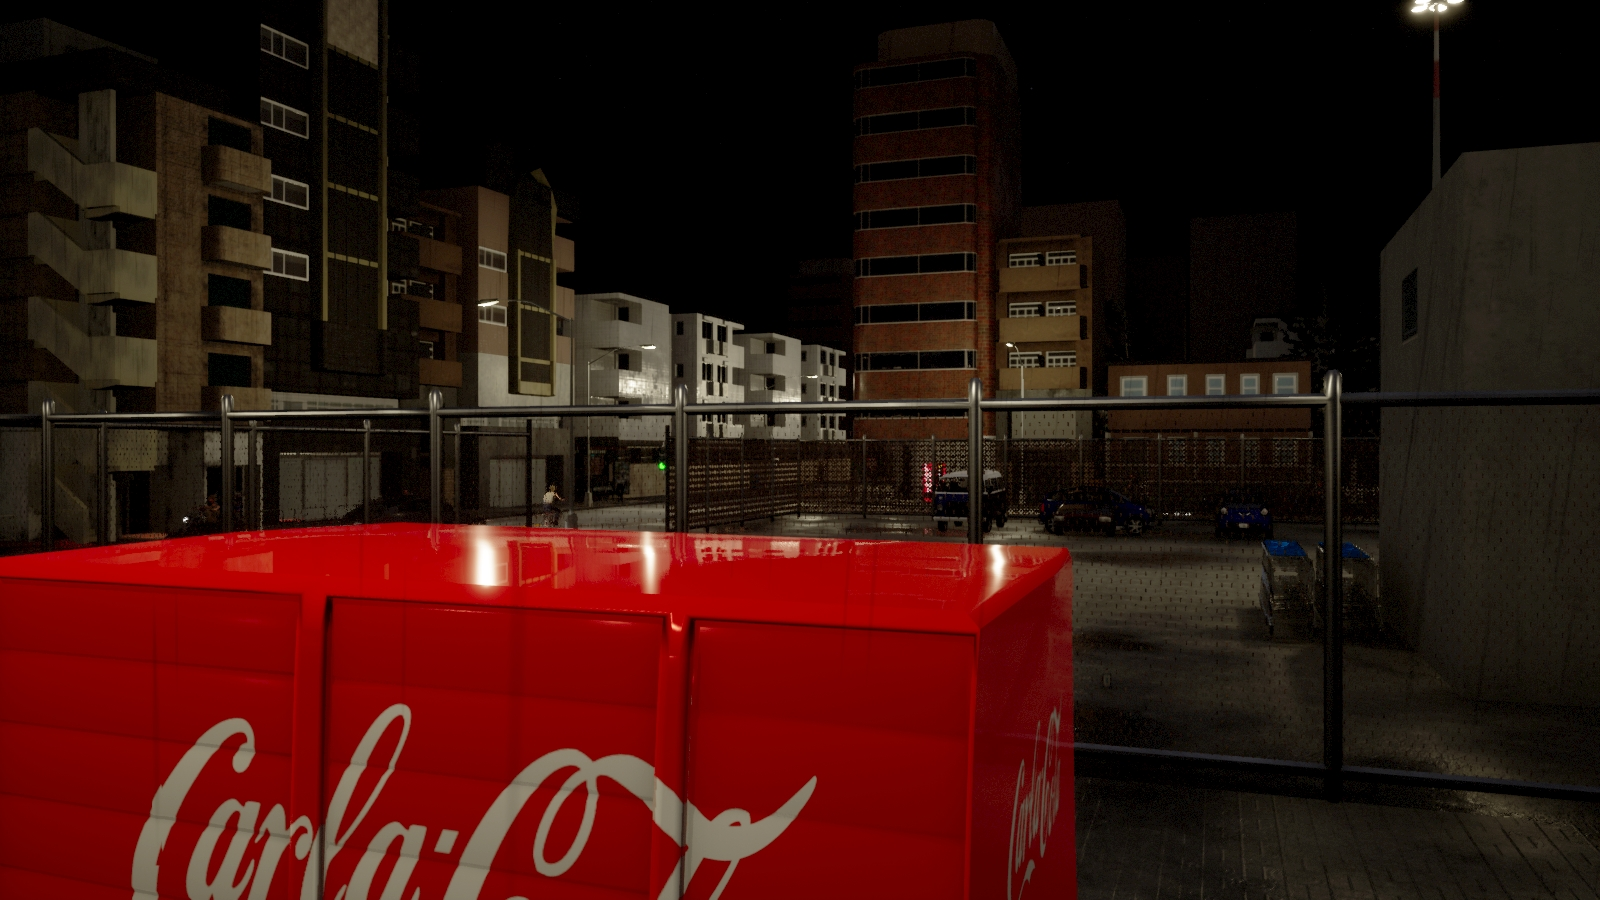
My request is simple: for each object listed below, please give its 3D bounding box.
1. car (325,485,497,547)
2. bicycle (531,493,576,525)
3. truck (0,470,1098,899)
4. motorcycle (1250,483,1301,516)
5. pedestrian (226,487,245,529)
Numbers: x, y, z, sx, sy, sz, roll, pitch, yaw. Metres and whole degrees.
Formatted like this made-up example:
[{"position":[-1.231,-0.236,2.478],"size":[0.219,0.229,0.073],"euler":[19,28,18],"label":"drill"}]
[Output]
[{"position":[-11.139,1.851,33.138],"size":[2.163,1.488,4.792],"euler":[0,0,20],"label":"car"},{"position":[-8.593,2.045,39.916],"size":[0.859,1.080,1.487],"euler":[0,-1,20],"label":"bicycle"},{"position":[-1.648,1.349,4.450],"size":[5.204,2.467,2.627],"euler":[0,0,20],"label":"truck"},{"position":[18.808,1.962,45.251],"size":[1.805,1.236,0.856],"euler":[0,0,20],"label":"motorcycle"},{"position":[-17.781,1.815,36.003],"size":[0.375,1.300,0.375],"euler":[0,0,21],"label":"pedestrian"}]
